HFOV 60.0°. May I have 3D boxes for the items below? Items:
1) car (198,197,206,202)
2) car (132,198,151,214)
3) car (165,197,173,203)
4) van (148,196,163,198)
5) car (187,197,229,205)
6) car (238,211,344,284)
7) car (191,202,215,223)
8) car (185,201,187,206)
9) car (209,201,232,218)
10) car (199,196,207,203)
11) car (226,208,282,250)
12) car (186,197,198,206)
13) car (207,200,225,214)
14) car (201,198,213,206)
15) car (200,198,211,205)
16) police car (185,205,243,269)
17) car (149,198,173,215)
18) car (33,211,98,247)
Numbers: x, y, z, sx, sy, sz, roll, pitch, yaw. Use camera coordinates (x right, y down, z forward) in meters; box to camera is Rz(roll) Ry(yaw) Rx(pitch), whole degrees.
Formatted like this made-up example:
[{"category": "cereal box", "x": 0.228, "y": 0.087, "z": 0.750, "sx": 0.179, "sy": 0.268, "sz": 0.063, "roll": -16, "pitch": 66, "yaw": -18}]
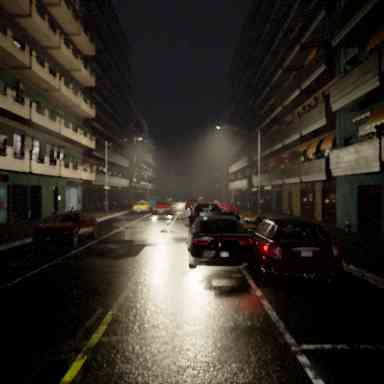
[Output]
[{"category": "car", "x": 2.691, "y": 2.021, "z": 88.982, "sx": 1.947, "sy": 1.339, "sz": 4.313, "roll": 0, "pitch": 0, "yaw": 0}, {"category": "car", "x": -5.691, "y": 1.674, "z": 37.884, "sx": 1.752, "sy": 1.417, "sz": 4.829, "roll": 0, "pitch": 0, "yaw": 0}, {"category": "car", "x": -5.689, "y": 1.940, "z": 83.178, "sx": 1.752, "sy": 1.417, "sz": 4.829, "roll": 0, "pitch": 0, "yaw": 0}, {"category": "van", "x": -5.691, "y": 1.548, "z": 49.378, "sx": 1.690, "sy": 1.788, "sz": 3.998, "roll": 0, "pitch": 0, "yaw": 0}, {"category": "car", "x": 0.901, "y": 1.431, "z": 21.318, "sx": 2.097, "sy": 1.767, "sz": 4.553, "roll": 0, "pitch": 0, "yaw": 0}, {"category": "car", "x": 2.689, "y": 1.474, "z": 9.720, "sx": 1.967, "sy": 1.590, "sz": 4.097, "roll": 0, "pitch": 0, "yaw": 0}, {"category": "car", "x": 0.837, "y": 1.630, "z": 27.343, "sx": 1.812, "sy": 1.442, "sz": 4.674, "roll": 0, "pitch": 0, "yaw": 0}, {"category": "car", "x": 0.028, "y": 1.674, "z": 47.463, "sx": 1.882, "sy": 1.535, "sz": 5.008, "roll": 0, "pitch": -1, "yaw": 1}, {"category": "car", "x": 2.690, "y": 1.669, "z": 32.372, "sx": 1.887, "sy": 1.381, "sz": 4.507, "roll": 0, "pitch": 0, "yaw": 0}, {"category": "car", "x": 2.691, "y": 1.855, "z": 83.324, "sx": 1.967, "sy": 1.590, "sz": 4.097, "roll": 0, "pitch": 0, "yaw": 0}, {"category": "car", "x": 2.689, "y": 1.583, "z": 15.552, "sx": 1.752, "sy": 1.417, "sz": 4.829, "roll": 0, "pitch": 0, "yaw": 0}, {"category": "car", "x": 0.004, "y": 1.775, "z": 62.473, "sx": 2.128, "sy": 1.511, "sz": 4.902, "roll": 0, "pitch": 0, "yaw": 0}, {"category": "car", "x": 2.689, "y": 1.676, "z": 38.201, "sx": 1.752, "sy": 1.417, "sz": 4.829, "roll": 0, "pitch": 0, "yaw": 0}, {"category": "car", "x": 2.690, "y": 1.823, "z": 60.677, "sx": 2.008, "sy": 1.369, "sz": 4.403, "roll": 0, "pitch": 0, "yaw": 0}, {"category": "car", "x": 2.691, "y": 1.857, "z": 66.338, "sx": 2.008, "sy": 1.369, "sz": 4.403, "roll": 0, "pitch": 0, "yaw": 0}, {"category": "police car", "x": 0.801, "y": 1.467, "z": 11.438, "sx": 1.930, "sy": 1.638, "sz": 5.238, "roll": 0, "pitch": 0, "yaw": -2}, {"category": "car", "x": -3.090, "y": 1.662, "z": 35.232, "sx": 1.812, "sy": 1.442, "sz": 4.674, "roll": 0, "pitch": 0, "yaw": 0}, {"category": "car", "x": -5.691, "y": 1.602, "z": 15.405, "sx": 1.887, "sy": 1.381, "sz": 4.507, "roll": 0, "pitch": 0, "yaw": 0}]
